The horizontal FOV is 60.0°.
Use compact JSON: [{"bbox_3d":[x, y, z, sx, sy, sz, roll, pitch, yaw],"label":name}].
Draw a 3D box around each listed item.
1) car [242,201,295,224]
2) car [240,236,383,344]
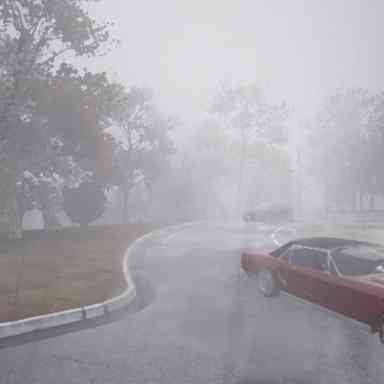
[{"bbox_3d":[5.713,1.477,24.754,5.008,1.535,1.882,0,-1,-43],"label":"car"},{"bbox_3d":[2.942,1.600,6.233,1.895,1.301,4.718,0,0,-26],"label":"car"}]
